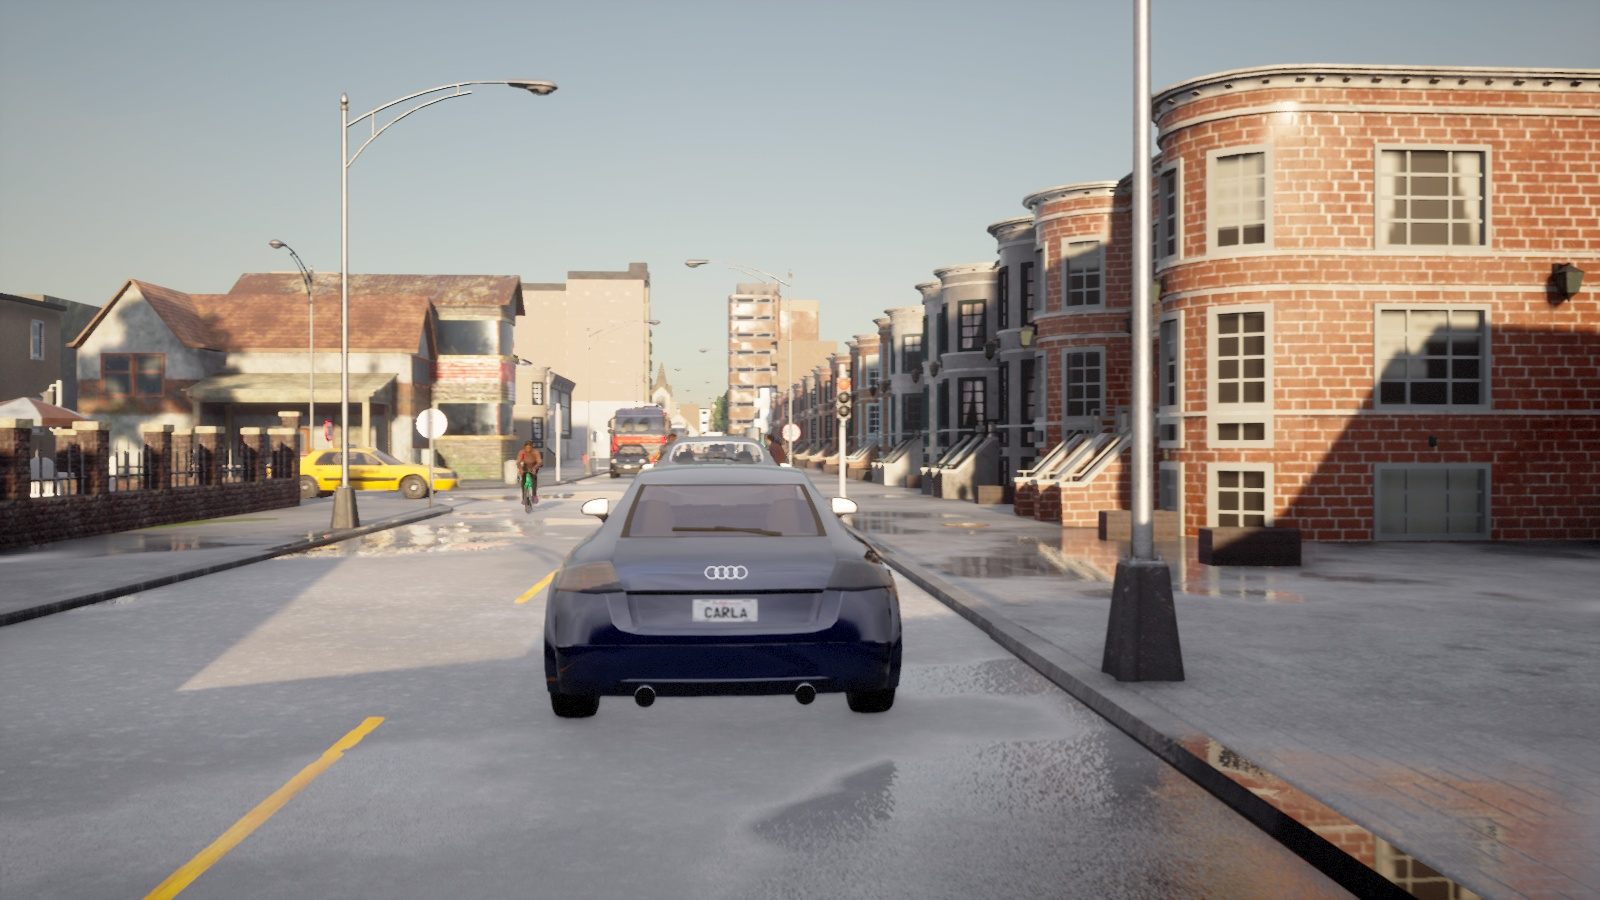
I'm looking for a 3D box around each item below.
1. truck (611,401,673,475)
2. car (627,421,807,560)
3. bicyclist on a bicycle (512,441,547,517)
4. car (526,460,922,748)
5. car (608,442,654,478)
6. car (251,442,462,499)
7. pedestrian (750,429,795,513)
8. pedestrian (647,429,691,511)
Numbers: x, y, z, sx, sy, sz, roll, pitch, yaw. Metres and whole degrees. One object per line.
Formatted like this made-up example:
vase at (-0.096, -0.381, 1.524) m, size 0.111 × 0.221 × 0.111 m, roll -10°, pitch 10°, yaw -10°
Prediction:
truck at (-8.612, -0.638, 69.441) m, size 2.891 × 3.827 × 8.468 m, roll 0°, pitch 0°, yaw -4°
car at (-1.142, 0.470, 17.515) m, size 2.152 × 1.651 × 5.027 m, roll 0°, pitch 0°, yaw -4°
bicyclist on a bicycle at (-5.974, 0.610, 27.788) m, size 0.582 × 1.620 × 1.656 m, roll 0°, pitch 1°, yaw -6°
car at (-0.522, 0.784, 8.416) m, size 1.994 × 1.385 × 4.181 m, roll 0°, pitch 0°, yaw -4°
car at (-7.926, 0.457, 59.125) m, size 1.851 × 1.617 × 3.988 m, roll 0°, pitch 0°, yaw -4°
car at (-12.470, 0.569, 35.579) m, size 5.366 × 1.575 × 1.801 m, roll 0°, pitch 0°, yaw -4°
pedestrian at (-0.609, 0.450, 27.905) m, size 0.899 × 1.844 × 0.634 m, roll 0°, pitch 0°, yaw 11°
pedestrian at (-3.062, 0.448, 29.297) m, size 0.849 × 1.883 × 0.563 m, roll 0°, pitch 0°, yaw -33°
